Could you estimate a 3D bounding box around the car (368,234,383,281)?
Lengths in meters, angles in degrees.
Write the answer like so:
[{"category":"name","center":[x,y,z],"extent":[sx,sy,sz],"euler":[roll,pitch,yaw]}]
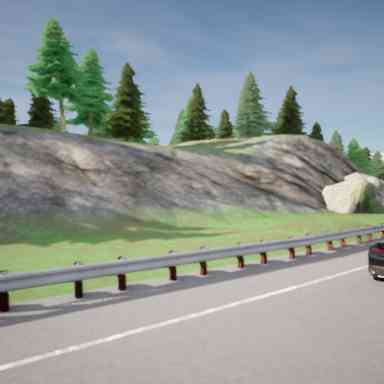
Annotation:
[{"category":"car","center":[6.403,1.513,8.672],"extent":[4.892,1.490,1.837],"euler":[0,0,-38]}]
